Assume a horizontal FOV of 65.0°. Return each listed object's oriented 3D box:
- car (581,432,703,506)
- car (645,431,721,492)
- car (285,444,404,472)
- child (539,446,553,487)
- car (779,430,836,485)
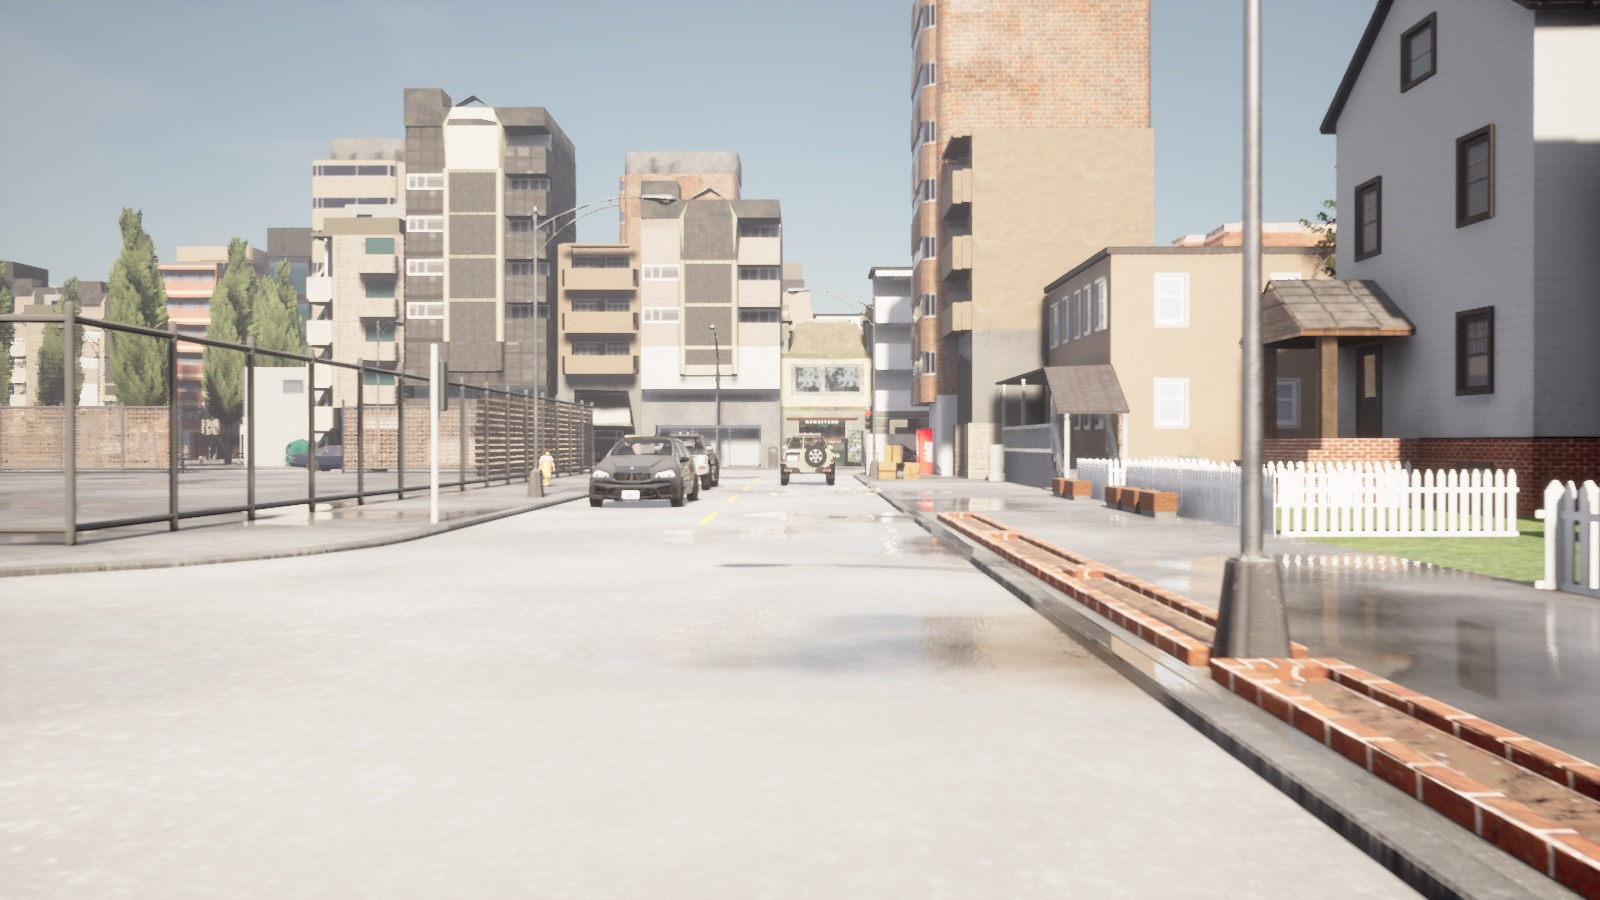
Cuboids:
[{"bbox_3d":[-3.765,0.418,30.752,2.242,1.667,4.611,0,0,2],"label":"car"},{"bbox_3d":[-3.731,0.335,40.730,1.932,1.855,4.605,0,0,1],"label":"car"},{"bbox_3d":[-23.354,0.419,64.486,5.357,1.411,2.033,0,0,1],"label":"car"},{"bbox_3d":[-7.985,0.511,39.474,0.270,1.263,0.437,0,0,-36],"label":"child"},{"bbox_3d":[0.275,0.308,45.114,1.932,1.855,4.605,0,-1,0],"label":"car"}]
